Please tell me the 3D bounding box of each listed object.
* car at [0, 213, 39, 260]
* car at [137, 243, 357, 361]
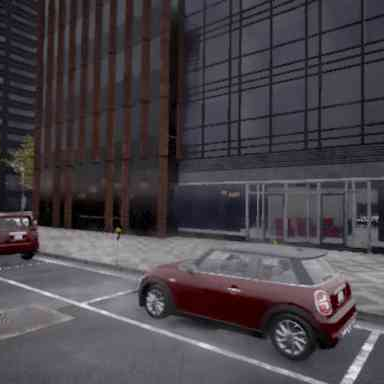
[{"bbox_3d":[-8.109,1.733,13.352,5.009,1.841,2.192,-1,-2,38],"label":"car"},{"bbox_3d":[0.819,1.703,6.470,4.097,1.590,1.967,-1,-2,38],"label":"car"}]
